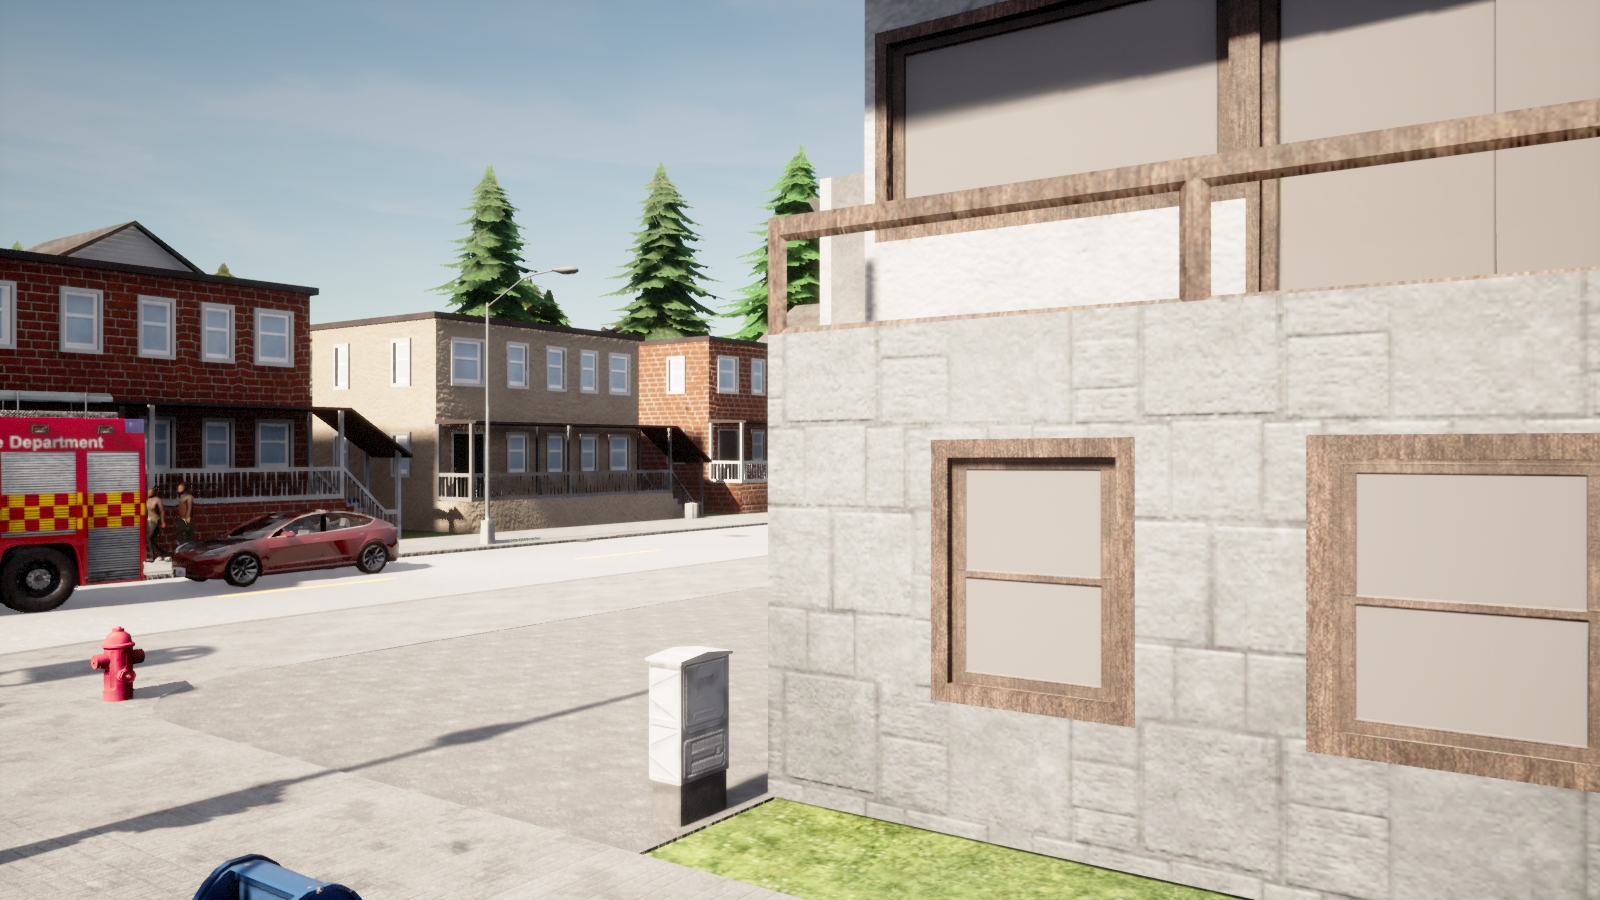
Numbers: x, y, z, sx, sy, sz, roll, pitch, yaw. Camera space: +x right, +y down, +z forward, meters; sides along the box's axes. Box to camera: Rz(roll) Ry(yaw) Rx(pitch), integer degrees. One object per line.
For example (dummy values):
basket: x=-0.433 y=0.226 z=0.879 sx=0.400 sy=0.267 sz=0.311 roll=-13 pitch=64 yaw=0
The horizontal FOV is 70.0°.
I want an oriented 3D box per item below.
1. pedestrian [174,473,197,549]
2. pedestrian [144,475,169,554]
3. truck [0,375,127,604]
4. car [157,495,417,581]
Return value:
pedestrian: x=-15.257 y=1.516 z=28.360 sx=0.375 sy=1.860 sz=0.375 roll=0 pitch=0 yaw=34
pedestrian: x=-15.237 y=1.516 z=27.047 sx=0.375 sy=1.860 sz=0.375 roll=0 pitch=0 yaw=22
truck: x=-15.980 y=0.669 z=18.305 sx=2.891 sy=3.827 sz=8.468 roll=0 pitch=0 yaw=41
car: x=-11.159 y=1.843 z=25.191 sx=2.163 sy=1.488 sz=4.792 roll=0 pitch=0 yaw=35
